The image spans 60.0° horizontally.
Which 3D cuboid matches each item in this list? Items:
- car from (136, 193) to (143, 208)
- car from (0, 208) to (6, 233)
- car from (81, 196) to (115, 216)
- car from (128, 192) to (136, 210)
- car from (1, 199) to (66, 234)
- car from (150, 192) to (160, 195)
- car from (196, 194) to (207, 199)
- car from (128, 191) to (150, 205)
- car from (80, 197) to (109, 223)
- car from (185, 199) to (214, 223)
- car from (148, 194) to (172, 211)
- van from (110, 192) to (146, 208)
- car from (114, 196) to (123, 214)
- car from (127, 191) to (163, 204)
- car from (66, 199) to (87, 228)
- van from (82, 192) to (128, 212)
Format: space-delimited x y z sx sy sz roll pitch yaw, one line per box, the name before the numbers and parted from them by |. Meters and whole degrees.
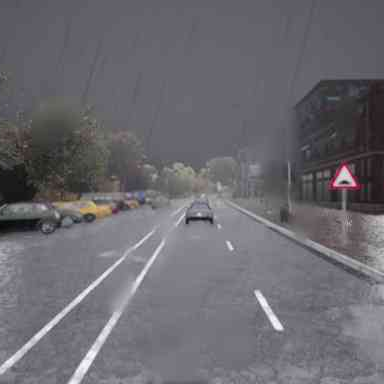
car | -8.542 1.283 38.127 5.008 1.535 2.097 -1 0 -18
car | -9.352 1.493 11.430 4.674 1.452 2.002 -1 0 -19
car | -9.127 1.376 26.223 5.366 1.575 1.946 -1 1 -18
car | -8.668 1.184 35.154 4.553 1.767 2.185 -1 0 -18
car | -9.196 1.301 17.378 4.553 1.767 2.185 -1 1 -19
car | -7.952 1.159 50.027 5.366 1.575 1.946 -1 0 -18
car | 1.147 1.306 41.752 2.033 1.411 5.357 0 1 2
car | -8.462 1.005 41.068 5.566 2.045 2.435 -1 1 -18
car | -8.875 1.390 23.371 5.366 1.575 1.946 -1 0 -18
car | 0.558 1.463 24.333 1.994 1.385 4.181 0 0 2
car | -3.358 1.308 37.200 1.837 1.490 4.892 0 0 2
van | -8.437 1.003 43.995 4.442 1.987 1.878 -1 1 -18
car | -8.871 1.385 29.231 4.792 1.488 2.163 -1 1 -18
car | -7.937 0.851 55.852 5.566 2.045 2.435 -1 1 -18
car | -9.150 1.413 20.341 4.892 1.521 2.231 -1 0 -18
van | -8.850 1.109 32.159 4.442 1.987 1.878 -1 1 -18
